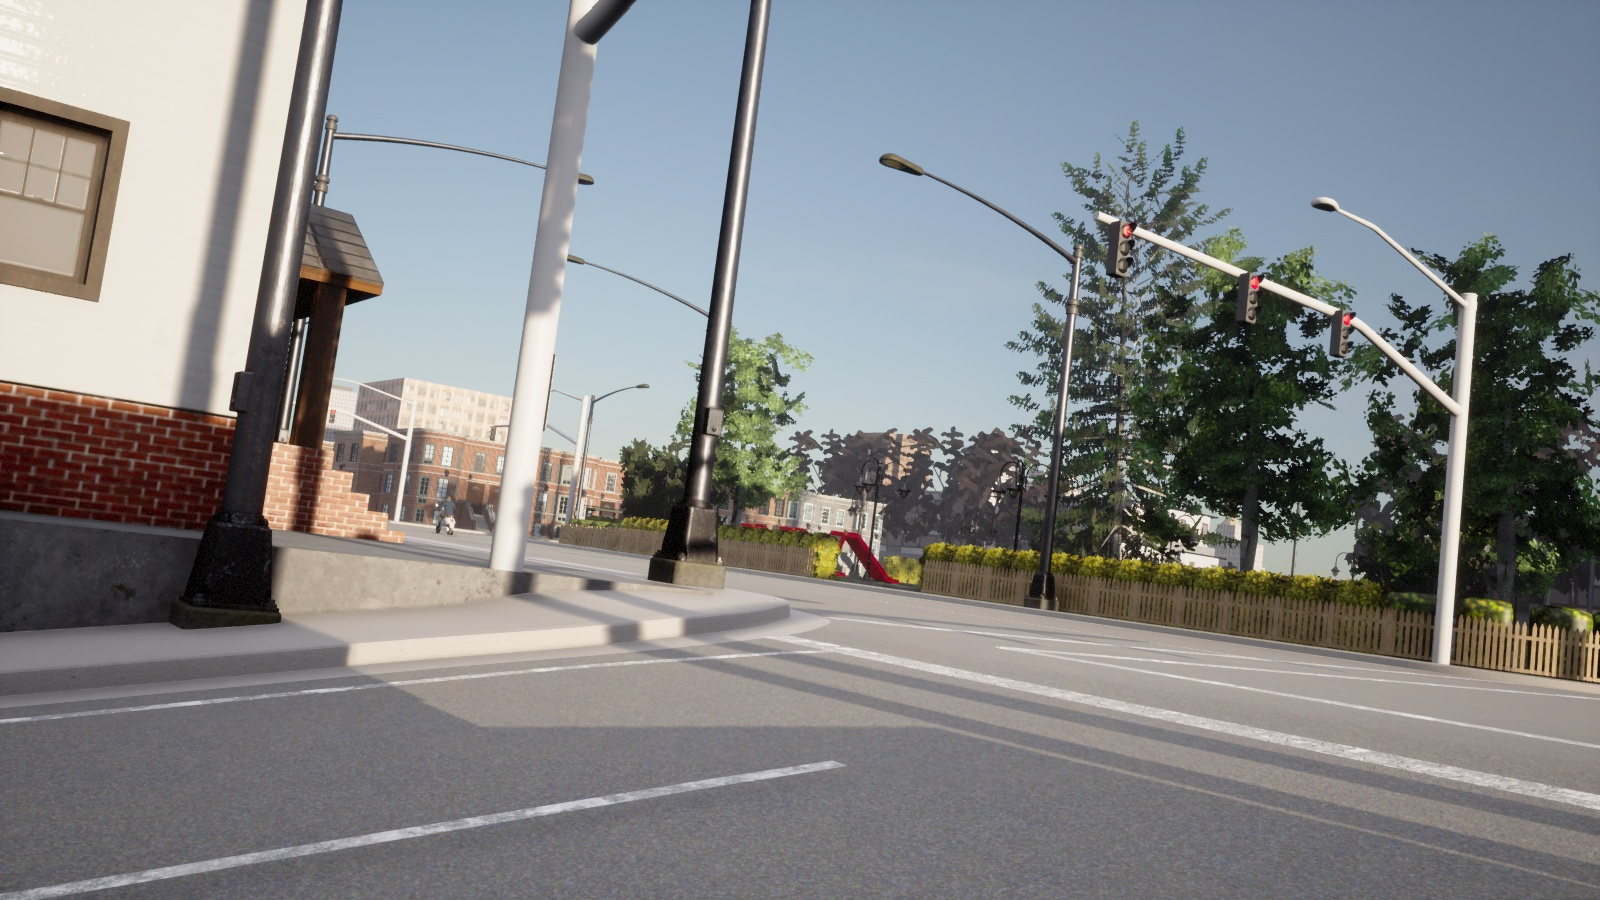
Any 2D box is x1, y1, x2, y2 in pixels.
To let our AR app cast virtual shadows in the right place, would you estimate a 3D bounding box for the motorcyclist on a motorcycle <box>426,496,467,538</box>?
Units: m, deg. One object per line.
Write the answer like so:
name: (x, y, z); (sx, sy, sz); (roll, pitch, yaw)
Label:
motorcyclist on a motorcycle: (-14.750, 2.788, 52.390); (0.866, 1.590, 1.817); (10, -6, -35)
